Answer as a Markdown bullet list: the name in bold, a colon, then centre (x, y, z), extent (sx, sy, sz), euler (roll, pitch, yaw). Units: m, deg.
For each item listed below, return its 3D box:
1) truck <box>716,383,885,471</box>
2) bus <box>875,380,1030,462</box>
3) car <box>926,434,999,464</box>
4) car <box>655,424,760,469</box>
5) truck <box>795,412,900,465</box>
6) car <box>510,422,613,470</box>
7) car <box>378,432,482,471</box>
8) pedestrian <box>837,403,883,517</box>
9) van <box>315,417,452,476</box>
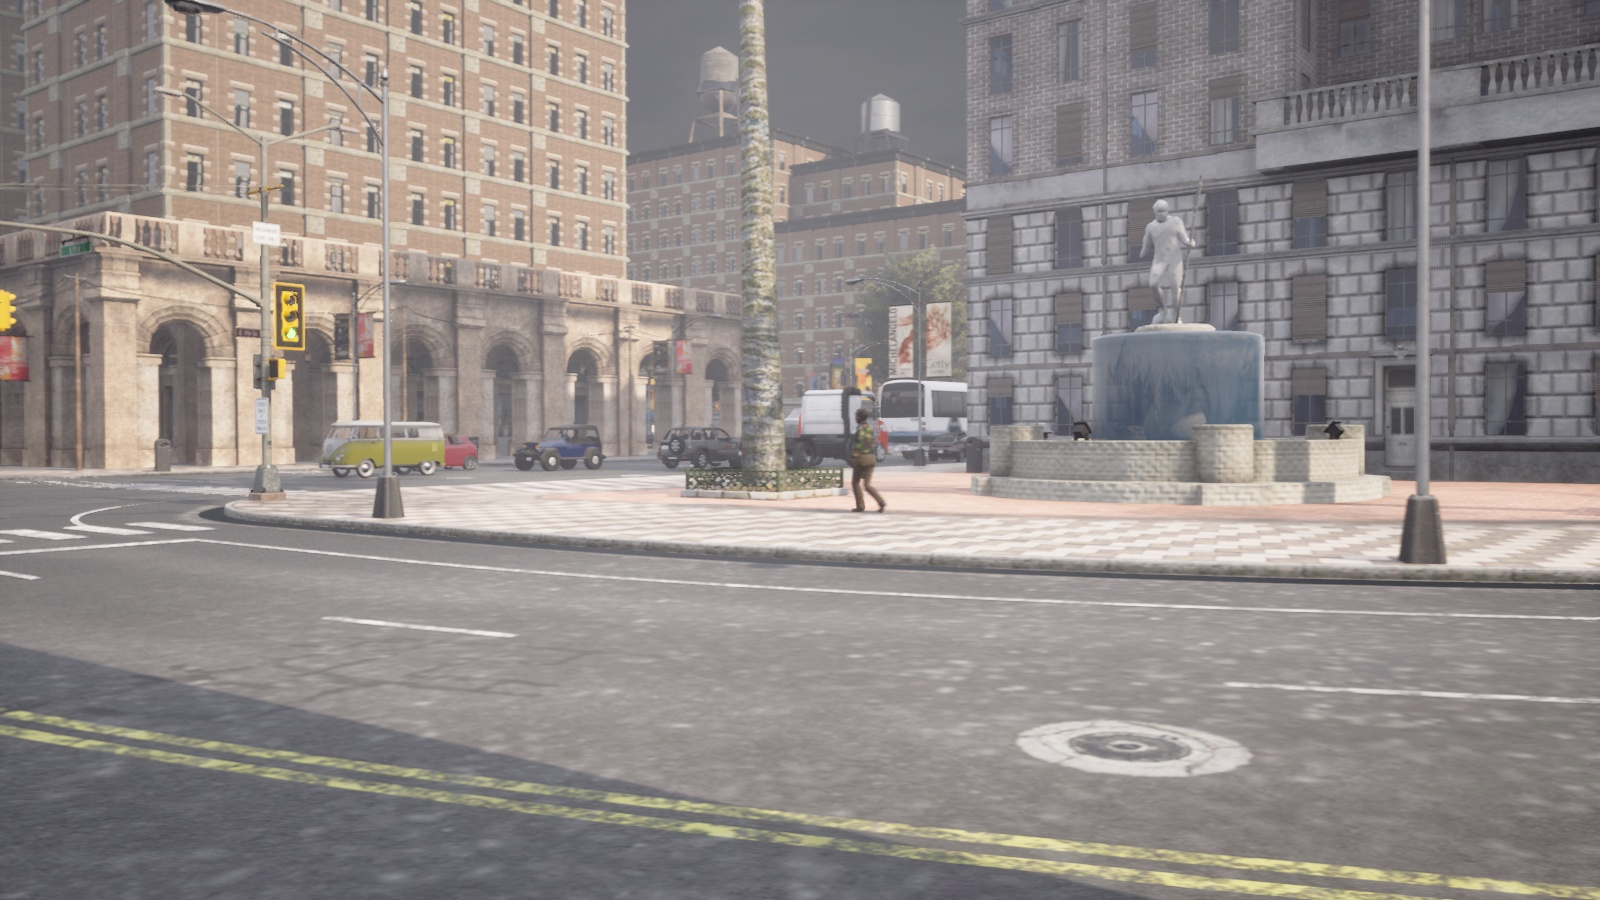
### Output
- **truck**: centre (0.174, -0.948, 53.075), extent (2.891, 3.462, 7.936), euler (1, 1, 38)
- **bus**: centre (8.691, -1.561, 70.015), extent (3.944, 4.253, 10.273), euler (1, 1, 37)
- **car**: centre (8.282, -0.078, 63.692), extent (1.816, 1.474, 4.193), euler (1, 1, 37)
- **car**: centre (-3.890, -0.173, 53.536), extent (1.932, 1.855, 4.605), euler (1, 1, 37)
- **truck**: centre (2.369, -0.572, 61.671), extent (2.627, 2.467, 5.204), euler (1, 1, 37)
- **car**: centre (-9.758, -0.190, 51.659), extent (1.905, 1.878, 3.866), euler (1, 1, 38)
- **car**: centre (-14.924, 0.021, 50.719), extent (1.845, 1.501, 3.633), euler (1, 1, 38)
- **pedestrian**: centre (1.035, 0.163, 21.734), extent (0.692, 1.930, 0.395), euler (1, 1, 37)
- **van**: centre (-14.869, -0.154, 45.024), extent (1.775, 1.987, 4.442), euler (1, 1, 38)
